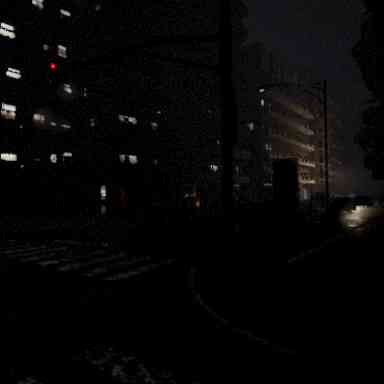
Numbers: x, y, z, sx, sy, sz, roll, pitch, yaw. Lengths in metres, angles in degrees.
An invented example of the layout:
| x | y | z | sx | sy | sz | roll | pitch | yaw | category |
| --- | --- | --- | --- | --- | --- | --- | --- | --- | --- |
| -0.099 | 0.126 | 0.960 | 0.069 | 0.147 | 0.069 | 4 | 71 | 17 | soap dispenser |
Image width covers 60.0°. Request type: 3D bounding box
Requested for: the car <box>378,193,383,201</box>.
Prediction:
| x | y | z | sx | sy | sz | roll | pitch | yaw | category |
| --- | --- | --- | --- | --- | --- | --- | --- | --- | --- |
| 34.611 | 0.933 | 59.811 | 2.008 | 1.369 | 4.403 | -1 | 0 | 36 | car |

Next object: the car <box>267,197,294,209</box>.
| x | y | z | sx | sy | sz | roll | pitch | yaw | category |
| --- | --- | --- | --- | --- | --- | --- | --- | --- | --- |
| 11.180 | 1.336 | 41.831 | 1.947 | 1.339 | 4.313 | -1 | 0 | 36 | car |

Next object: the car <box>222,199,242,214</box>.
| x | y | z | sx | sy | sz | roll | pitch | yaw | category |
| --- | --- | --- | --- | --- | --- | --- | --- | --- | --- |
| 4.518 | 1.410 | 32.668 | 2.008 | 1.369 | 4.403 | -1 | 0 | 36 | car |

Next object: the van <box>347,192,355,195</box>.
| x | y | z | sx | sy | sz | roll | pitch | yaw | category |
| --- | --- | --- | --- | --- | --- | --- | --- | --- | --- |
| 37.825 | 0.777 | 78.484 | 1.690 | 1.788 | 3.998 | -1 | 0 | 36 | van |

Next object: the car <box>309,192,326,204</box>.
| x | y | z | sx | sy | sz | roll | pitch | yaw | category |
| --- | --- | --- | --- | --- | --- | --- | --- | --- | --- |
| 21.169 | 0.955 | 55.576 | 2.192 | 1.841 | 5.009 | -1 | 0 | 36 | car |

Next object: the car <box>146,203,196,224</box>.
| x | y | z | sx | sy | sz | roll | pitch | yaw | category |
| --- | --- | --- | --- | --- | --- | --- | --- | --- | --- |
| -1.496 | 1.485 | 24.550 | 1.887 | 1.381 | 4.507 | -1 | 0 | 36 | car |

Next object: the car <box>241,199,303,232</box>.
| x | y | z | sx | sy | sz | roll | pitch | yaw | category |
| --- | --- | --- | --- | --- | --- | --- | --- | --- | --- |
| 4.723 | 1.212 | 18.515 | 1.967 | 1.590 | 4.097 | -1 | 0 | 36 | car |

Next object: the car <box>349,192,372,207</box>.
| x | y | z | sx | sy | sz | roll | pitch | yaw | category |
| --- | --- | --- | --- | --- | --- | --- | --- | --- | --- |
| 21.287 | 1.097 | 41.485 | 1.887 | 1.381 | 4.507 | -1 | 0 | 36 | car |

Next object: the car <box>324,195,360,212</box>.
| x | y | z | sx | sy | sz | roll | pitch | yaw | category |
| --- | --- | --- | --- | --- | --- | --- | --- | --- | --- |
| 14.626 | 1.206 | 32.322 | 1.947 | 1.339 | 4.313 | -1 | 0 | 36 | car |
